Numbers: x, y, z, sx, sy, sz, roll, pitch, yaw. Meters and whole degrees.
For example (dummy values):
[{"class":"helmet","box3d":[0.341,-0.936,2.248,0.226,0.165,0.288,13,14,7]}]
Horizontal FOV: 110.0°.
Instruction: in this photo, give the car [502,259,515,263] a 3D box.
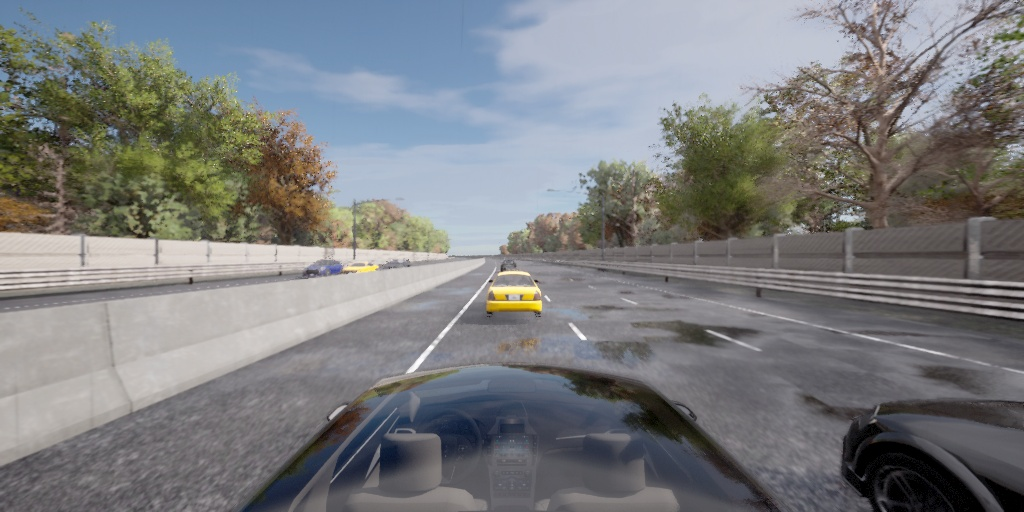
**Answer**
[{"class":"car","box3d":[-0.436,1.196,44.213,2.033,1.649,4.856,0,0,-1]}]

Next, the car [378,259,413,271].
[{"class":"car","box3d":[-10.812,0.968,34.163,1.994,1.385,4.181,0,0,-1]}]

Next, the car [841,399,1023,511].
[{"class":"car","box3d":[3.592,1.313,1.071,1.994,1.385,4.181,0,0,0]}]

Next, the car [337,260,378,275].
[{"class":"car","box3d":[-14.312,1.273,34.092,1.882,1.535,5.008,0,0,-1]}]

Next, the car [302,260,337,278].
[{"class":"car","box3d":[-17.812,1.142,34.058,2.097,1.767,4.553,0,0,-1]}]

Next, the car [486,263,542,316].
[{"class":"car","box3d":[0.049,1.211,13.237,1.801,1.575,5.366,0,0,0]}]
